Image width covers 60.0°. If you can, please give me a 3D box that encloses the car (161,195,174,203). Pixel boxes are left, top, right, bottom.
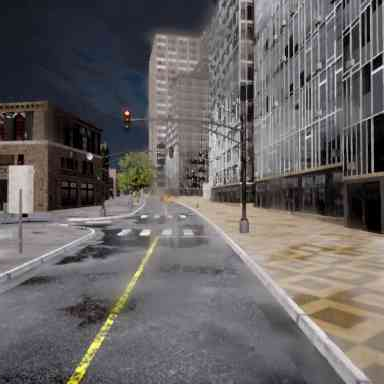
[{"bbox_3d":[-4.845,1.465,68.185,1.882,1.535,5.008,0,0,-8],"label":"car"}]
